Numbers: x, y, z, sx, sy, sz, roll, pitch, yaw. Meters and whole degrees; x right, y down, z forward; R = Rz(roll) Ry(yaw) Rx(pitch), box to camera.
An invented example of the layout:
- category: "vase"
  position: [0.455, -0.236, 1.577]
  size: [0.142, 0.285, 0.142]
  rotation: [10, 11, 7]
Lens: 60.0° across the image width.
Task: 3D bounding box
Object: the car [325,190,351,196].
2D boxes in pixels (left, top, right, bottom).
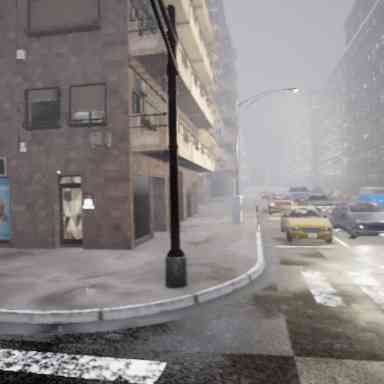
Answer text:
- category: "car"
  position: [18.059, 0.408, 40.635]
  size: [1.752, 1.417, 4.829]
  rotation: [0, 1, 10]

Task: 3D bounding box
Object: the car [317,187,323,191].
- category: "car"
  position: [19.043, 0.348, 46.018]
  size: [1.802, 1.307, 4.206]
  rotation: [0, 1, 10]

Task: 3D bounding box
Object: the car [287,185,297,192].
- category: "car"
  position: [27.163, -0.874, 90.407]
  size: [2.192, 1.841, 5.009]
  rotation: [0, 1, 10]

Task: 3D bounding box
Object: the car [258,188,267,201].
- category: "car"
  position: [10.803, 0.468, 47.529]
  size: [1.887, 1.381, 4.507]
  rotation: [0, 1, 10]

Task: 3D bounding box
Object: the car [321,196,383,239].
- category: "car"
  position: [7.421, 1.123, 14.736]
  size: [2.033, 1.411, 5.357]
  rotation: [-1, 1, 10]

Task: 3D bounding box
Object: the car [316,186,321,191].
- category: "car"
  position: [21.072, -0.158, 57.111]
  size: [2.192, 1.841, 5.009]
  rotation: [0, 1, 10]

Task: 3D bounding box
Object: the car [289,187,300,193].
- category: "car"
  position: [26.149, -0.519, 84.863]
  size: [2.008, 1.369, 4.403]
  rotation: [0, 1, 10]

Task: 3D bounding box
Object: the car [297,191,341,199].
- category: "car"
  position: [9.210, 0.889, 24.474]
  size: [1.812, 1.442, 4.674]
  rotation: [-1, 1, 10]

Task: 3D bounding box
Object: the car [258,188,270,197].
- category: "car"
  position: [13.847, 0.004, 64.175]
  size: [1.967, 1.590, 4.097]
  rotation: [0, 1, 10]

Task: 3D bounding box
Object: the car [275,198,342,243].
- category: "car"
  position: [4.681, 1.174, 14.066]
  size: [1.752, 1.417, 4.829]
  rotation: [0, 1, 10]

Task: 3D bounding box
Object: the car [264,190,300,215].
- category: "car"
  position: [6.741, 0.844, 25.330]
  size: [1.967, 1.590, 4.097]
  rotation: [0, 1, 10]

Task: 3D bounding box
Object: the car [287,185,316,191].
- category: "car"
  position: [11.165, 0.356, 35.023]
  size: [2.150, 2.045, 5.566]
  rotation: [-1, 1, 11]

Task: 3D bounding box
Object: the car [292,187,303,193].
- category: "car"
  position: [25.165, -0.429, 79.481]
  size: [1.752, 1.417, 4.829]
  rotation: [0, 1, 10]

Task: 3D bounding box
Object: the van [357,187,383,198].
- category: "van"
  position: [15.997, 0.467, 29.365]
  size: [1.690, 1.788, 3.998]
  rotation: [0, 1, 10]

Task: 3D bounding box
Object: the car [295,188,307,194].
- category: "car"
  position: [24.119, -0.281, 73.764]
  size: [2.008, 1.369, 4.403]
  rotation: [0, 1, 10]
